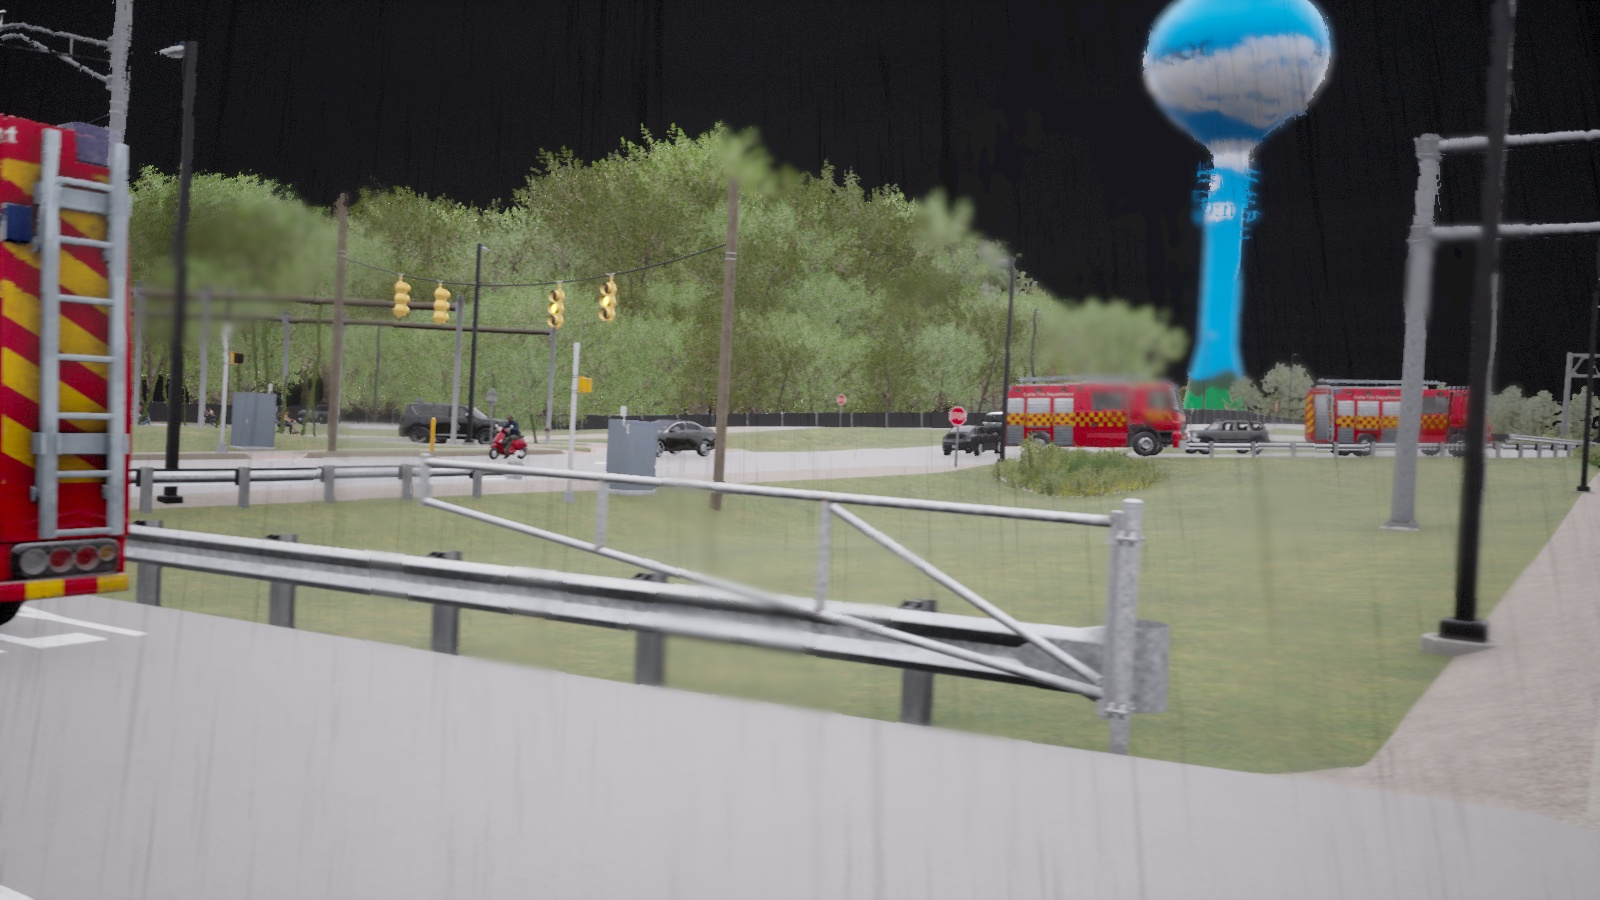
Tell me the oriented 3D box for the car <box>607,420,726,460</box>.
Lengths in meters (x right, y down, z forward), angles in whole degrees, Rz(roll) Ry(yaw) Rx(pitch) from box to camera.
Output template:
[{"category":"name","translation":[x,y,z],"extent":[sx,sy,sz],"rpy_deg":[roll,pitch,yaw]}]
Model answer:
[{"category":"car","translation":[-5.426,-0.432,51.651],"extent":[2.128,1.511,4.902],"rpy_deg":[3,3,36]}]

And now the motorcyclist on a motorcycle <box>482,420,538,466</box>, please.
[{"category":"motorcyclist on a motorcycle","translation":[-10.233,-0.266,44.326],"extent":[0.866,1.590,1.817],"rpy_deg":[3,2,33]}]

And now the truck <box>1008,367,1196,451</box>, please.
[{"category":"truck","translation":[14.640,-1.917,60.980],"extent":[8.468,3.827,2.891],"rpy_deg":[0,1,23]}]

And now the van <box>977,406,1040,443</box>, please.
[{"category":"van","translation":[12.703,-1.594,76.227],"extent":[2.069,2.038,4.480],"rpy_deg":[3,5,34]}]

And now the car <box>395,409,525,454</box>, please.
[{"category":"car","translation":[-16.074,-0.867,59.463],"extent":[5.566,2.045,2.150],"rpy_deg":[0,0,8]}]

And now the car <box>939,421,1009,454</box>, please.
[{"category":"car","translation":[8.838,-0.661,63.502],"extent":[1.837,1.490,4.892],"rpy_deg":[-1,2,29]}]

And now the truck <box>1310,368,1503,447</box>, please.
[{"category":"truck","translation":[30.367,-2.123,63.024],"extent":[8.468,3.827,2.891],"rpy_deg":[-1,2,-6]}]

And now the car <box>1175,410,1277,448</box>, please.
[{"category":"car","translation":[22.068,-1.088,65.095],"extent":[4.605,1.855,1.932],"rpy_deg":[-1,1,-7]}]

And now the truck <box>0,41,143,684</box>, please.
[{"category":"truck","translation":[-8.623,-0.544,9.327],"extent":[8.468,3.827,2.891],"rpy_deg":[1,1,34]}]
